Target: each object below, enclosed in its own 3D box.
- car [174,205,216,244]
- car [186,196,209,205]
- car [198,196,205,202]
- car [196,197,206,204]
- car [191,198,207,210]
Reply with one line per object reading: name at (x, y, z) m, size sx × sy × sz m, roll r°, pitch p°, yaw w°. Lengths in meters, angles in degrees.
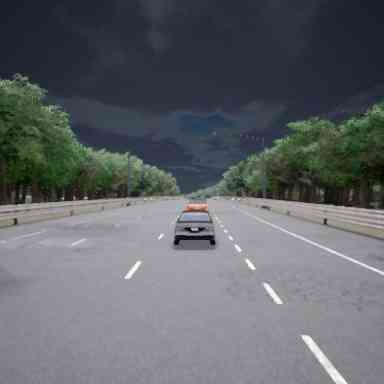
car at (0.147, 1.570, 15.995) m, size 2.033 × 1.411 × 5.357 m, roll 0°, pitch 0°, yaw 1°
car at (0.531, 1.413, 31.303) m, size 2.097 × 1.767 × 4.553 m, roll 0°, pitch 0°, yaw 2°
car at (2.762, 1.947, 92.606) m, size 1.882 × 1.535 × 5.008 m, roll 0°, pitch -1°, yaw 2°
car at (1.942, 1.817, 70.250) m, size 1.994 × 1.385 × 4.181 m, roll 0°, pitch 0°, yaw 2°
car at (1.069, 1.608, 46.438) m, size 2.128 × 1.511 × 4.902 m, roll 0°, pitch 0°, yaw 2°
